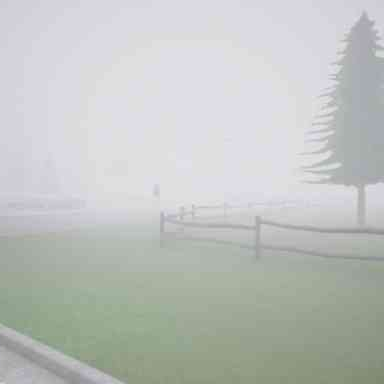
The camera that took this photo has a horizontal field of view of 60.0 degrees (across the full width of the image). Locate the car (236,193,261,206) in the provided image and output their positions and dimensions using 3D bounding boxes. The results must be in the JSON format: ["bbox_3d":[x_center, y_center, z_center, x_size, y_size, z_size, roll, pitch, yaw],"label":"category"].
[{"bbox_3d":[9.672,1.156,52.875,2.150,2.045,5.566,0,0,38],"label":"car"}]

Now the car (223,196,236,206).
[{"bbox_3d":[6.994,1.416,55.153,2.128,1.511,4.902,0,0,36],"label":"car"}]

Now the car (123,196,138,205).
[{"bbox_3d":[-9.820,1.387,57.532,1.837,1.490,4.892,0,0,35],"label":"car"}]

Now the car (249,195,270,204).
[{"bbox_3d":[12.948,1.402,63.474,1.882,1.535,5.008,0,0,36],"label":"car"}]

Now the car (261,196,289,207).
[{"bbox_3d":[12.795,1.509,51.228,1.994,1.385,4.181,0,0,36],"label":"car"}]

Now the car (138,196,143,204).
[{"bbox_3d":[-6.315,1.242,56.444,2.097,1.767,4.553,0,0,35],"label":"car"}]

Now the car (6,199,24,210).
[{"bbox_3d":[-20.483,1.428,42.273,2.033,1.411,5.357,0,0,35],"label":"car"}]

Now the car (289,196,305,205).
[{"bbox_3d":[18.589,1.493,59.330,2.033,1.411,5.357,0,0,36],"label":"car"}]

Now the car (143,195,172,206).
[{"bbox_3d":[-5.044,1.427,52.188,1.812,1.442,4.674,0,0,35],"label":"car"}]

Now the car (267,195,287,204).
[{"bbox_3d":[15.768,1.413,61.402,1.882,1.535,5.008,0,0,36],"label":"car"}]

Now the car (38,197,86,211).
[{"bbox_3d":[-14.583,1.392,38.500,2.128,1.511,4.902,0,0,35],"label":"car"}]

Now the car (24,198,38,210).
[{"bbox_3d":[-17.492,1.455,40.443,1.994,1.385,4.181,0,0,35],"label":"car"}]
